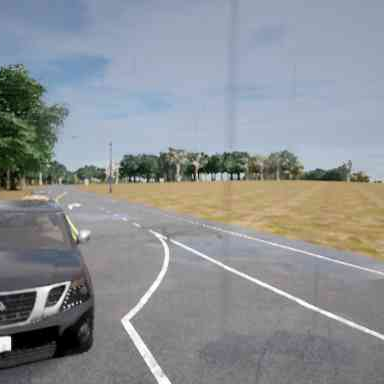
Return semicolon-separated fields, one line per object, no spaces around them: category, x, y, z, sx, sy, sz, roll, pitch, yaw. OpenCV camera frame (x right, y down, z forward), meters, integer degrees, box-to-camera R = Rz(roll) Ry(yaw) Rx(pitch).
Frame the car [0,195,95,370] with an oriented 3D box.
car;-3.175;1.211;5.974;2.150;2.045;5.566;0;1;-24

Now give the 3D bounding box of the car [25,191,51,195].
car;-9.479;0.964;20.131;1.882;1.535;5.008;0;2;-24

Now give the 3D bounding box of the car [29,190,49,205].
car;-16.423;0.539;35.862;1.812;1.442;4.674;0;2;-23

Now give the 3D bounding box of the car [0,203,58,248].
car;-6.854;1.267;14.243;1.895;1.301;4.718;0;2;-24
